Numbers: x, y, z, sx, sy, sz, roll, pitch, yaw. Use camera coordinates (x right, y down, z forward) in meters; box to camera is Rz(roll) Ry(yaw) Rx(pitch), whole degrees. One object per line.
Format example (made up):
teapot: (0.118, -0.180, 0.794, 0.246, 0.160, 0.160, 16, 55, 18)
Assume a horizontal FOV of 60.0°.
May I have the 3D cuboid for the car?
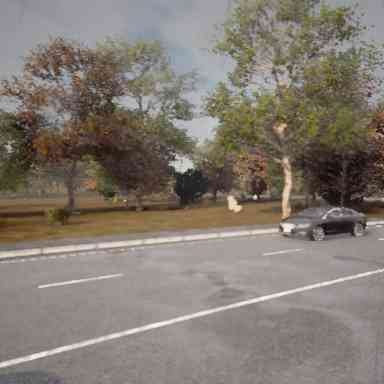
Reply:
car: (6.404, 1.449, 16.157, 4.902, 1.511, 2.128, 0, 0, -30)
